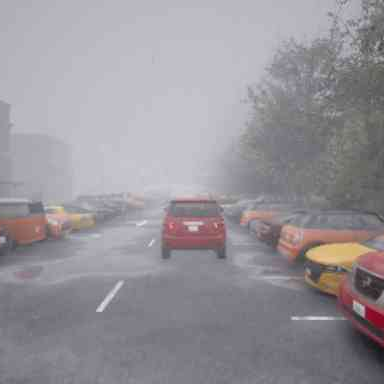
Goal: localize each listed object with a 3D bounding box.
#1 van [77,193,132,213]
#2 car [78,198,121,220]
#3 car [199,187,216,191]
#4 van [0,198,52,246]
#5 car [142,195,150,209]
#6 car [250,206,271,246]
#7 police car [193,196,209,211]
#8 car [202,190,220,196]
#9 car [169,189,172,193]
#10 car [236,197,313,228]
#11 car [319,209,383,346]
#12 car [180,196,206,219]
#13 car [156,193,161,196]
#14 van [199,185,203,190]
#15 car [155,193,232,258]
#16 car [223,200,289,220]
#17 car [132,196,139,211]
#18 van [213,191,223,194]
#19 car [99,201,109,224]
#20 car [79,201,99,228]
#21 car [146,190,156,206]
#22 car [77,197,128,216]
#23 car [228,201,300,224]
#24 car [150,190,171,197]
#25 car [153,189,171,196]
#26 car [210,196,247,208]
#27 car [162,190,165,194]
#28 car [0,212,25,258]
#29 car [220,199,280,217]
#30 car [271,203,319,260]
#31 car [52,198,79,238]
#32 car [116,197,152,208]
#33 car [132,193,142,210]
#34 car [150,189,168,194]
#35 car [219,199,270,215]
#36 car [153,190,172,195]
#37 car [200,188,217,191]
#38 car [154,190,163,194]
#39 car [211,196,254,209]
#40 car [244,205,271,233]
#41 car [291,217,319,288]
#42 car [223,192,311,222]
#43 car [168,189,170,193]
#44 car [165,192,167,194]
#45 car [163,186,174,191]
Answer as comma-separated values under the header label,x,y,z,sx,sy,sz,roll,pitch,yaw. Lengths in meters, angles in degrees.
label,x,y,z,sx,sy,sz,roll,pitch,yaw
van,-7.916,1.184,29.526,4.442,1.987,1.878,0,0,0
car,-8.039,1.427,23.961,5.008,1.535,2.097,0,0,0
car,5.065,0.115,90.988,4.674,1.452,2.002,0,3,0
van,-8.154,1.230,12.889,4.442,1.987,1.878,0,0,0
car,-7.845,1.379,37.877,5.366,1.575,1.946,0,0,0
car,5.038,1.456,12.846,5.008,1.535,2.097,0,0,0
police car,1.061,1.316,41.110,1.930,1.638,5.238,0,0,0
car,5.065,0.263,88.207,4.674,1.452,2.002,0,3,0
car,-8.026,0.628,79.661,4.892,1.521,2.231,0,2,0
car,5.014,1.316,18.416,4.553,1.767,2.185,0,0,0
car,5.014,1.221,4.489,5.566,2.045,2.435,0,0,0
car,0.074,1.285,28.641,2.097,1.767,4.553,0,0,0
car,-8.032,1.285,54.589,5.008,1.535,2.097,0,1,0
van,4.937,-0.290,93.644,4.442,1.987,1.878,-1,3,0
car,0.066,1.197,12.797,2.150,2.045,5.566,0,0,0
car,5.053,1.419,26.771,4.892,1.521,2.231,0,0,0
car,-8.025,1.402,32.311,4.892,1.521,2.231,0,0,0
van,4.933,1.156,37.910,4.442,1.987,1.878,0,0,0
car,-8.032,1.475,21.177,4.674,1.452,2.002,0,0,0
car,-8.220,1.439,18.394,5.366,1.575,1.946,0,0,0
car,-8.001,1.111,43.443,5.566,2.045,2.435,0,0,0
car,-8.028,1.418,26.744,5.008,1.535,2.097,0,0,0
car,5.075,1.456,23.988,4.792,1.488,2.163,0,0,0
car,-8.024,0.374,85.238,5.008,1.535,2.097,0,3,0
car,-7.987,0.108,88.007,4.553,1.767,2.185,0,3,0
car,5.046,1.352,46.389,5.008,1.535,2.097,0,0,0
car,-7.993,1.020,62.942,4.553,1.767,2.185,0,1,0
car,-8.066,1.492,10.043,4.792,1.488,2.163,0,0,0
car,5.053,1.410,29.556,5.008,1.535,2.097,0,0,0
car,5.011,1.336,10.062,4.553,1.767,2.185,0,0,0
car,-8.067,1.324,15.610,4.553,1.767,2.185,0,0,0
car,-8.031,1.393,46.227,4.674,1.452,2.002,0,0,0
car,-8.062,1.265,35.219,4.553,1.767,2.185,0,0,0
car,-8.053,0.801,71.301,4.553,1.767,2.185,0,2,0
car,5.051,1.441,32.341,4.674,1.452,2.002,0,0,0
car,-7.988,0.115,90.798,4.792,1.488,2.163,0,3,0
car,5.246,0.499,82.507,5.366,1.575,1.946,0,3,0
car,-7.994,1.075,60.162,4.553,1.767,2.185,0,1,0
car,5.236,1.359,43.480,5.366,1.575,1.946,0,0,0
car,5.047,1.489,15.631,4.674,1.452,2.002,0,0,0
car,5.047,1.467,7.277,5.008,1.535,2.097,0,0,0
car,5.017,1.184,21.199,5.566,2.045,2.435,0,0,0
car,-8.050,0.768,76.885,4.792,1.488,2.163,0,2,0
car,-7.994,1.110,65.732,4.792,1.488,2.163,0,1,0
car,-7.991,0.254,82.436,5.566,2.045,2.435,0,3,0
